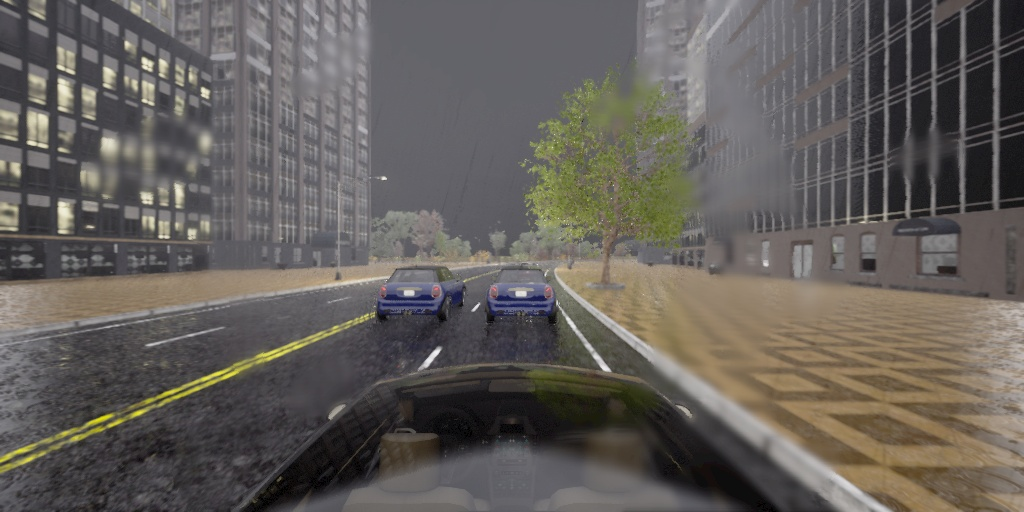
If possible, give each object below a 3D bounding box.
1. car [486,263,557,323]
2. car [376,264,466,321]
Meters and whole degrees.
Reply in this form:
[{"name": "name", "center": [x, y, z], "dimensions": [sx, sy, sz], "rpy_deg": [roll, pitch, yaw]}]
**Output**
[{"name": "car", "center": [0.327, 1.102, 12.365], "dimensions": [2.097, 1.767, 4.553], "rpy_deg": [0, 0, 2]}, {"name": "car", "center": [-2.918, 1.098, 12.512], "dimensions": [2.097, 1.767, 4.553], "rpy_deg": [0, 0, 2]}]
